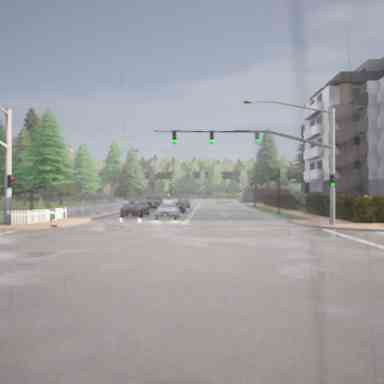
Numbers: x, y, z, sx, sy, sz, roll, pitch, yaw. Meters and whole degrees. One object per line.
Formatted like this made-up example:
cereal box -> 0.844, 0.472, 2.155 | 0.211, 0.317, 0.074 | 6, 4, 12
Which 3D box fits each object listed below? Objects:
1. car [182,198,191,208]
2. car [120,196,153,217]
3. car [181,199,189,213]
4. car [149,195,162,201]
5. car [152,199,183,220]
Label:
car -> -1.211, 1.714, 49.500 | 2.128, 1.511, 4.902 | 0, 0, 3
car -> -5.520, 1.504, 32.545 | 2.097, 1.767, 4.553 | 0, 0, 3
car -> -1.716, 1.778, 39.149 | 1.895, 1.301, 4.718 | 0, 0, 3
car -> -5.023, 1.420, 43.202 | 2.150, 2.045, 5.566 | 0, 0, 3
car -> -2.133, 1.663, 30.057 | 1.812, 1.442, 4.674 | 0, 0, 3
